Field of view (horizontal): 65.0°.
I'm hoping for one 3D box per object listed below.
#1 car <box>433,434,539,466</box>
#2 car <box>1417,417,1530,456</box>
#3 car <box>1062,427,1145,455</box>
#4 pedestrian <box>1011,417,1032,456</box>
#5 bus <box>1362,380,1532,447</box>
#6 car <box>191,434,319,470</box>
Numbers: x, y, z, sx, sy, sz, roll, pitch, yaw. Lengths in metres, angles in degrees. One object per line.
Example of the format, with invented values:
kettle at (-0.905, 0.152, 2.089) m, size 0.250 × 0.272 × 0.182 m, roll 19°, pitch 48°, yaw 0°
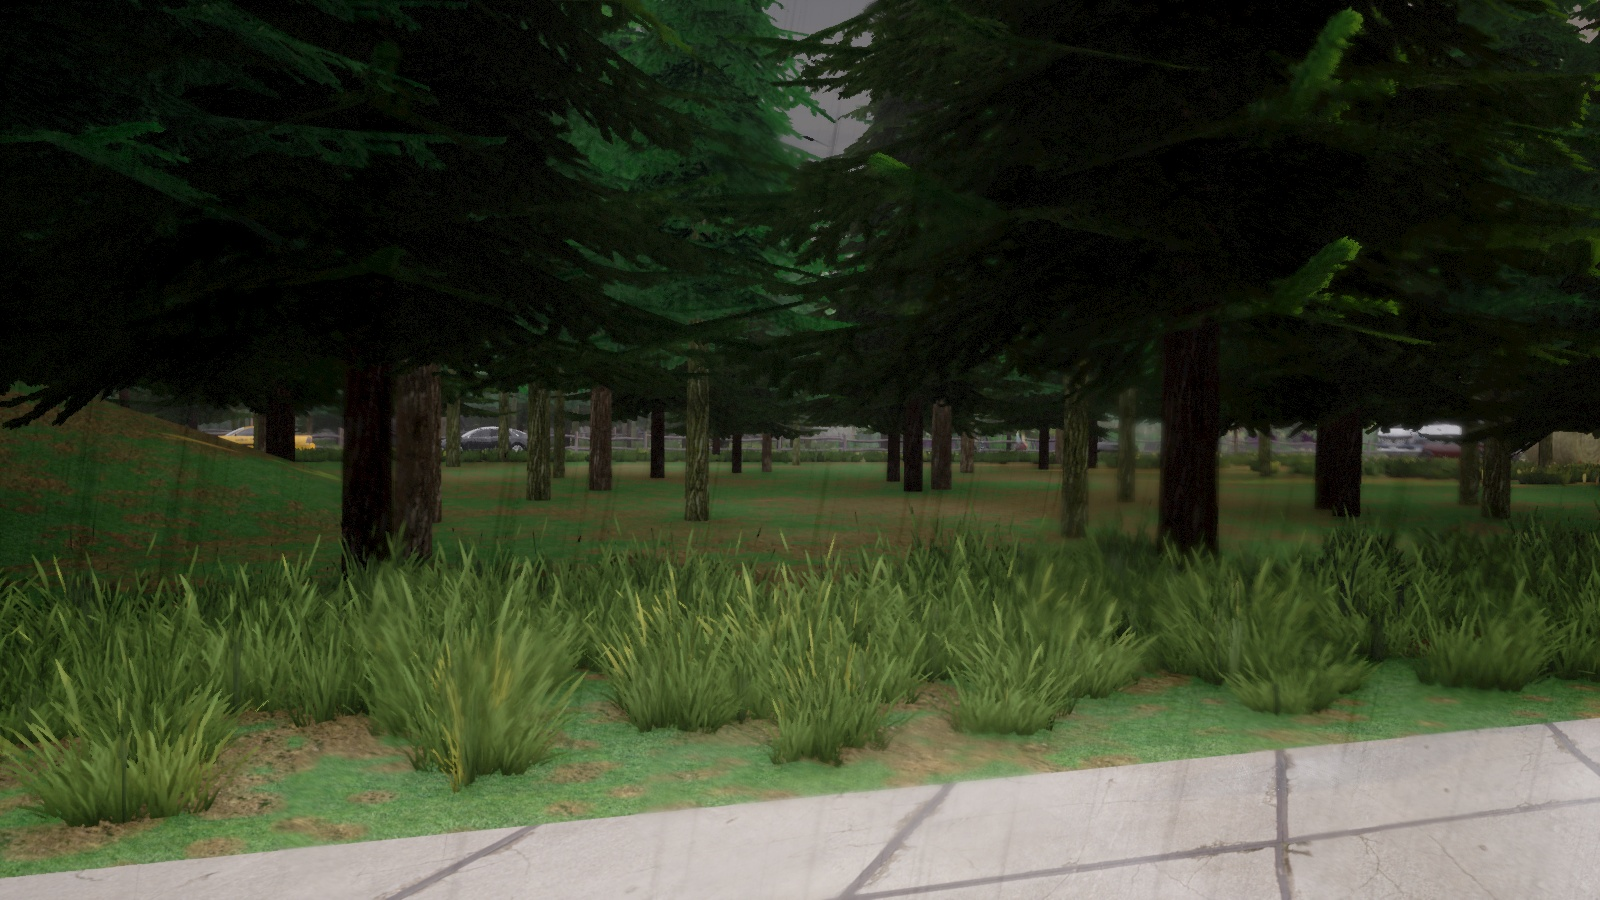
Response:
car at (-15.475, -0.037, 61.913) m, size 4.892 × 1.490 × 1.837 m, roll -1°, pitch 1°, yaw -21°
car at (32.523, -0.657, 60.780) m, size 2.097 × 1.767 × 4.553 m, roll -1°, pitch 1°, yaw -22°
car at (16.977, -0.523, 70.245) m, size 4.193 × 1.474 × 1.816 m, roll -1°, pitch 1°, yaw -19°
pedestrian at (11.161, -0.700, 63.256) m, size 0.873 × 1.952 × 0.659 m, roll -1°, pitch 1°, yaw -12°
bus at (42.684, -2.396, 82.883) m, size 10.273 × 4.253 × 3.944 m, roll -1°, pitch 1°, yaw -19°
car at (-25.178, 0.062, 58.221) m, size 5.366 × 1.575 × 1.801 m, roll -1°, pitch 1°, yaw -21°
